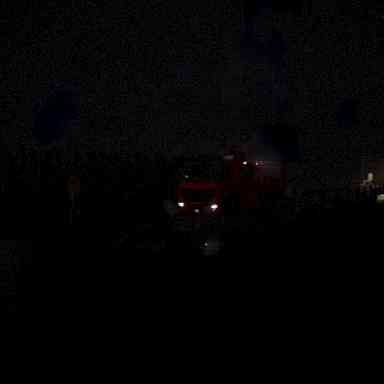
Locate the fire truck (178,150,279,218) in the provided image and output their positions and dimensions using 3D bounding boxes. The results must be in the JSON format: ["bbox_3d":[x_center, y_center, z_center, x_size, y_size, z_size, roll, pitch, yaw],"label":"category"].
[{"bbox_3d":[2.711,-0.581,21.346,2.891,3.827,8.468,3,4,35],"label":"fire truck"}]
